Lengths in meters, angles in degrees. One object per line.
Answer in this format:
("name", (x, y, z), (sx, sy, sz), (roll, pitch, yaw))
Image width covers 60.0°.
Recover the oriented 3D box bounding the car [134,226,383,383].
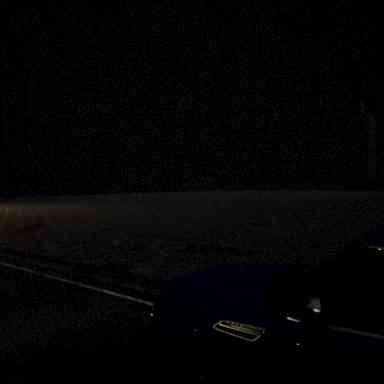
("car", (2.073, 1.222, 2.511), (5.566, 2.045, 2.150), (0, 0, 36))
